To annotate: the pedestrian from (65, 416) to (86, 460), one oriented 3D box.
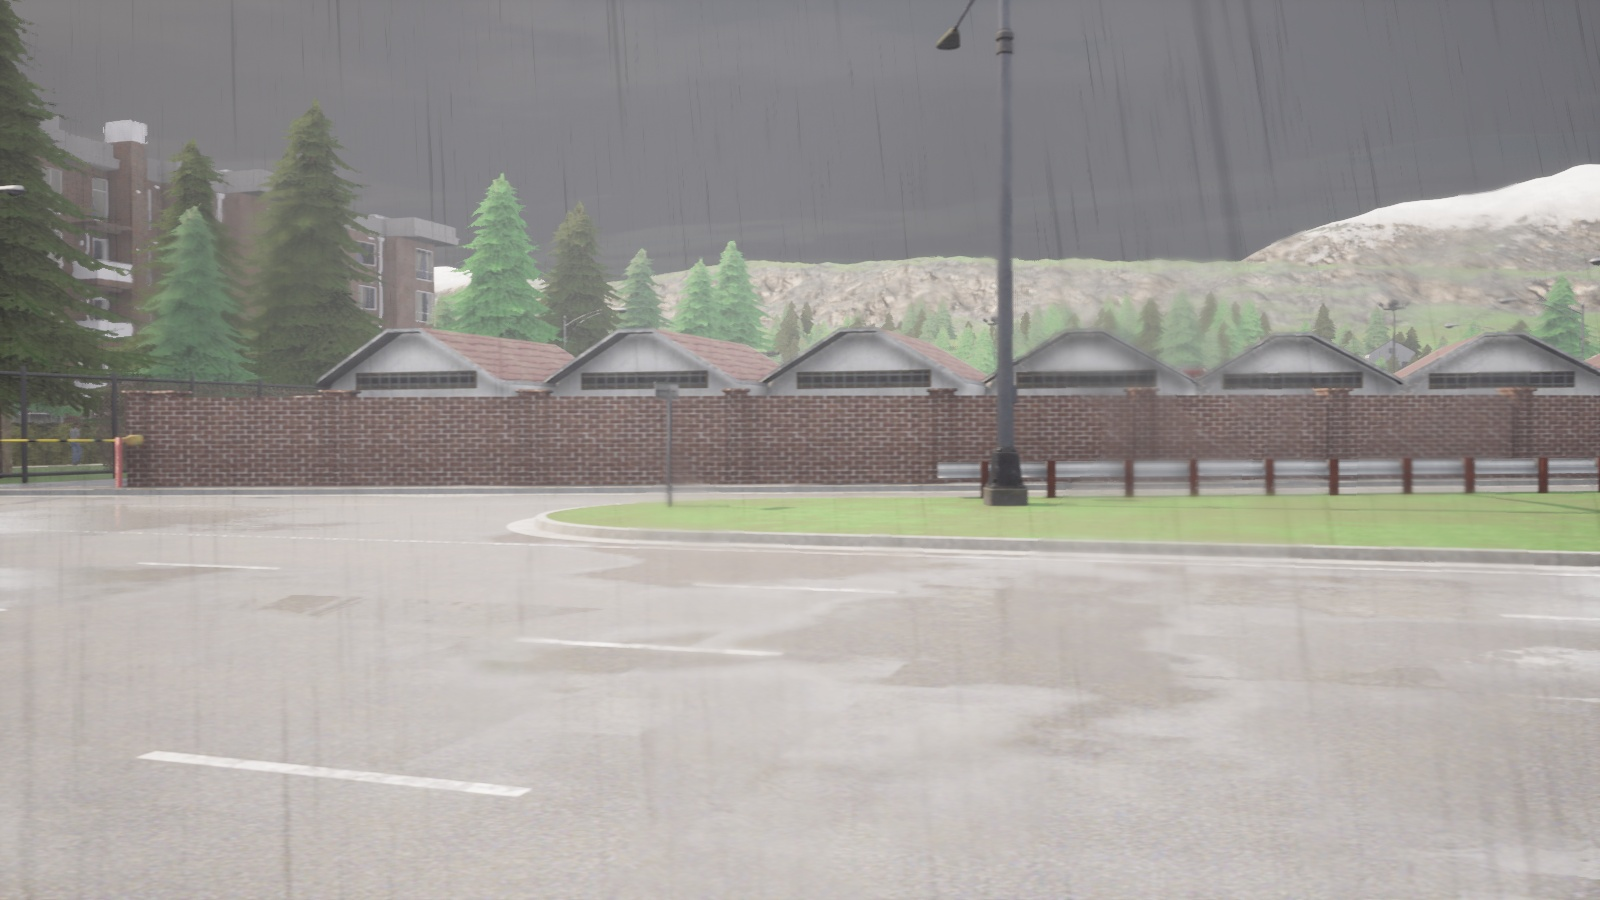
[{"bbox_3d":[-30.831,-0.518,53.427,0.354,1.836,0.706,1,1,20],"label":"pedestrian"}]
